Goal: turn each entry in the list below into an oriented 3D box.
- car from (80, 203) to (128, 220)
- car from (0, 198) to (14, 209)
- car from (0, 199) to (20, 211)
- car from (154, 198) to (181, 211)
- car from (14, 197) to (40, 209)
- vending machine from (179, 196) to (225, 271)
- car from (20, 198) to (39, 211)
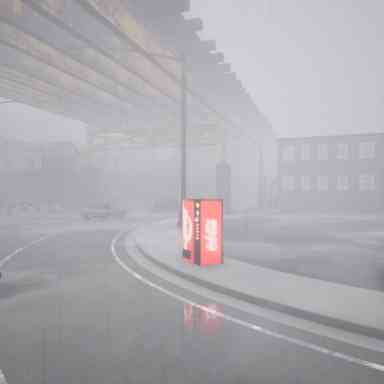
[{"bbox_3d":[-7.255,1.600,28.093,1.895,1.301,4.718,0,0,17],"label":"car"},{"bbox_3d":[-22.991,1.295,37.879,4.536,1.218,1.853,0,0,-9],"label":"car"},{"bbox_3d":[-22.940,1.452,37.888,4.974,1.542,2.038,0,0,-9],"label":"car"},{"bbox_3d":[-2.803,1.477,40.263,1.882,1.535,5.008,0,0,21],"label":"car"},{"bbox_3d":[-19.909,1.295,40.057,1.853,1.218,4.536,0,0,-39],"label":"car"},{"bbox_3d":[0.303,1.195,10.088,1.100,2.100,0.880,0,0,-28],"label":"vending machine"},{"bbox_3d":[-19.876,1.452,40.017,2.038,1.542,4.974,0,0,-39],"label":"car"}]
